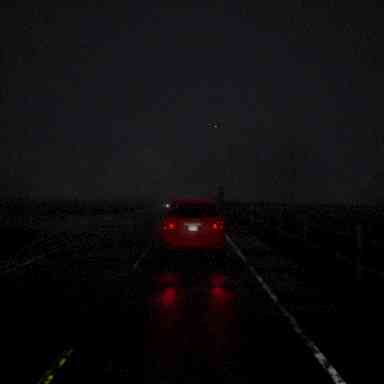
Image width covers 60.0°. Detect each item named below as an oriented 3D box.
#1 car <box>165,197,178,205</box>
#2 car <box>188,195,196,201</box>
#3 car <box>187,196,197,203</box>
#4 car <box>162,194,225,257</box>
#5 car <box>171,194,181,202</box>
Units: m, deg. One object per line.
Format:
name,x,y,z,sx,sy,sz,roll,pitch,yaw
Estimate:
car,-3.542,1.597,58.843,1.994,1.385,4.181,0,0,1
car,0.016,1.473,84.744,1.895,1.301,4.718,0,0,0
car,0.013,1.565,74.292,2.128,1.511,4.902,0,0,0
car,0.063,1.232,13.146,2.150,2.045,5.566,0,0,0
car,-3.487,1.344,74.580,2.097,1.767,4.553,0,0,0
